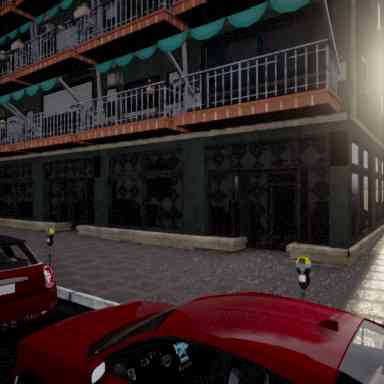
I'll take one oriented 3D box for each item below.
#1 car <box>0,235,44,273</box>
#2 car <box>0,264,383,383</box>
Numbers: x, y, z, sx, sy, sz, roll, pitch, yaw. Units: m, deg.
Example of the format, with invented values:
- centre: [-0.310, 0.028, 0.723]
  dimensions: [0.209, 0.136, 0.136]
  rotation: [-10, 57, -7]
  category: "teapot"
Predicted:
- centre: [-4.273, 1.440, 5.935]
  dimensions: [4.097, 1.590, 1.967]
  rotation: [0, 0, 36]
  category: "car"
- centre: [0.312, 1.545, 2.656]
  dimensions: [4.507, 1.381, 1.887]
  rotation: [0, 0, 36]
  category: "car"
